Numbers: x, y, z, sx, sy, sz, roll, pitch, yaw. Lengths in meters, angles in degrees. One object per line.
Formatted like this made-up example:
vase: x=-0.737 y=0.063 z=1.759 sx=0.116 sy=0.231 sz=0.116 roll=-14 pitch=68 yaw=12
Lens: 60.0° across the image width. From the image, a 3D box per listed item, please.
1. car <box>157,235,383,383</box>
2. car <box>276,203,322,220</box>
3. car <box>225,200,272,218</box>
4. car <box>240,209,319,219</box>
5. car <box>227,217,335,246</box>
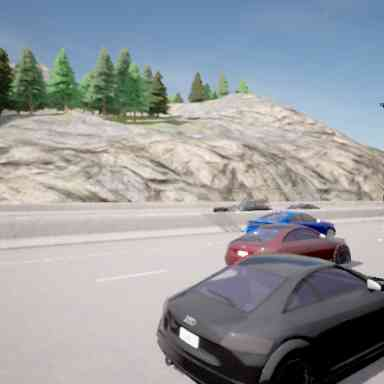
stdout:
car: x=1.600 y=1.619 z=4.891 sx=4.181 sy=1.385 sz=1.994 roll=1 pitch=0 yaw=-36
car: x=10.750 y=1.879 z=33.176 sx=4.892 sy=1.490 sz=1.837 roll=1 pitch=-1 yaw=-36
car: x=5.779 y=1.677 z=33.926 sx=4.553 sy=1.767 sz=2.097 roll=1 pitch=-1 yaw=-36
car: x=4.775 y=1.651 z=15.758 sx=5.008 sy=1.535 sz=1.882 roll=1 pitch=-1 yaw=-36
car: x=3.010 y=1.674 z=10.196 sx=4.181 sy=1.385 sz=1.994 roll=1 pitch=-1 yaw=-36
